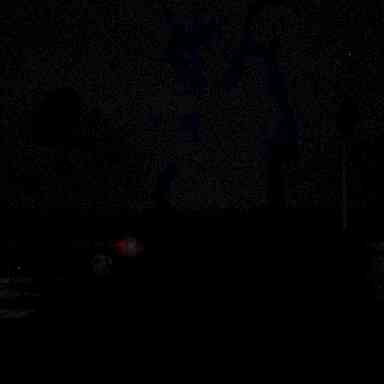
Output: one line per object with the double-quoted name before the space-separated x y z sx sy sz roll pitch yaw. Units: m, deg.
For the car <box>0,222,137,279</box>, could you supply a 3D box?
"car" -3.729 1.581 9.652 4.181 1.385 1.994 -1 0 1
